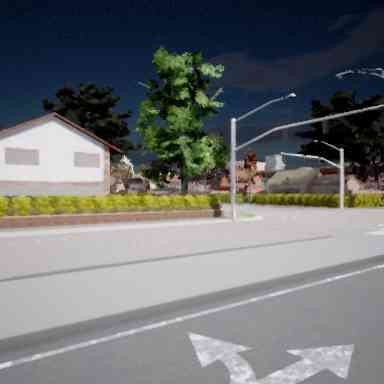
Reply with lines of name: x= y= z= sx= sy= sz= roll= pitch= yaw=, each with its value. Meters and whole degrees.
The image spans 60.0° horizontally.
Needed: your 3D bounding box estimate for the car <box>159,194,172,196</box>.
car: x=-4.460 y=1.288 z=57.171 sx=2.150 sy=2.045 sz=5.566 roll=0 pitch=0 yaw=-36
